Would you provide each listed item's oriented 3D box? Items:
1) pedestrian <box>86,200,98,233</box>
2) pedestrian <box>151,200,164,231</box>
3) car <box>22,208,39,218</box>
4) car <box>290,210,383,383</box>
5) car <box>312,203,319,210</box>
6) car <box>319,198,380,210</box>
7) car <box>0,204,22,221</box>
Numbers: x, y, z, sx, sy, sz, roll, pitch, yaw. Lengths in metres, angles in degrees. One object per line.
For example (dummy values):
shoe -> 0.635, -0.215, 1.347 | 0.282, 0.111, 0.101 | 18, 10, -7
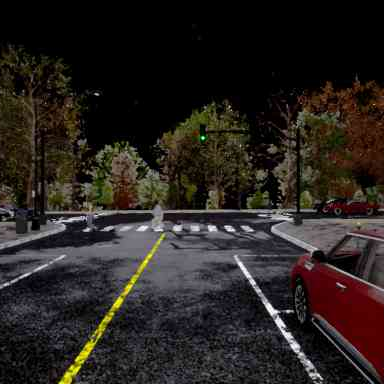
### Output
pedestrian -> -5.561, 1.297, 18.260 | 0.375, 1.860, 0.375 | 1, -1, 0
pedestrian -> -1.950, 1.296, 18.855 | 0.375, 1.860, 0.375 | 1, -1, 0
car -> -16.103, 1.733, 29.205 | 4.718, 1.301, 1.895 | -1, -1, 1
car -> 2.720, 1.316, 3.837 | 2.192, 1.841, 5.009 | 1, 0, 0
car -> 15.249, 1.406, 35.151 | 4.892, 1.490, 1.837 | -1, -1, 1
car -> 15.182, 1.459, 31.898 | 4.718, 1.301, 1.895 | -1, -1, 1
car -> -16.430, 1.583, 25.951 | 4.902, 1.511, 2.128 | -1, -1, 2
